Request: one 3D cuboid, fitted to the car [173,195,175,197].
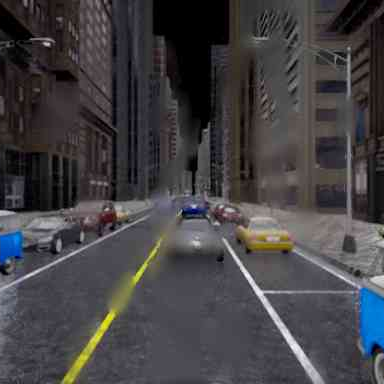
[{"bbox_3d":[-5.537,1.960,75.444,1.887,1.381,4.507,0,0,0],"label":"car"}]

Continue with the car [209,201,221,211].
[{"bbox_3d":[2.852,1.741,30.485,1.802,1.307,4.206,0,0,0],"label":"car"}]

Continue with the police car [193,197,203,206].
[{"bbox_3d":[1.096,1.785,65.755,1.930,1.638,5.238,0,0,0],"label":"police car"}]

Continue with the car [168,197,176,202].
[{"bbox_3d":[-5.486,2.096,92.298,1.802,1.307,4.206,0,0,0],"label":"car"}]

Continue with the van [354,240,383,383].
[{"bbox_3d":[2.767,1.354,2.392,1.690,1.788,3.998,0,0,0],"label":"van"}]

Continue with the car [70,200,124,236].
[{"bbox_3d":[-5.707,1.416,19.262,2.192,1.841,5.009,0,0,0],"label":"car"}]

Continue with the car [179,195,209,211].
[{"bbox_3d":[0.183,1.383,30.816,2.150,2.045,5.566,0,0,0],"label":"car"}]

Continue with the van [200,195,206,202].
[{"bbox_3d":[3.039,1.856,92.291,1.690,1.788,3.998,0,0,0],"label":"van"}]

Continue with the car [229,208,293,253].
[{"bbox_3d":[2.802,1.598,13.799,1.752,1.417,4.829,0,0,0],"label":"car"}]

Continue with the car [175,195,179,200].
[{"bbox_3d":[-2.763,1.576,79.089,2.128,1.511,4.902,0,0,0],"label":"car"}]

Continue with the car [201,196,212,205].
[{"bbox_3d":[2.971,1.698,69.817,2.192,1.841,5.009,0,0,0],"label":"car"}]

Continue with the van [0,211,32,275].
[{"bbox_3d":[-5.741,1.383,8.026,1.690,1.788,3.998,0,0,0],"label":"van"}]

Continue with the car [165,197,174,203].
[{"bbox_3d":[-5.520,2.014,81.062,1.947,1.339,4.313,0,0,0],"label":"car"}]

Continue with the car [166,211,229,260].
[{"bbox_3d":[0.119,1.631,12.670,1.994,1.385,4.181,0,0,0],"label":"car"}]

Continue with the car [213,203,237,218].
[{"bbox_3d":[2.835,1.712,24.866,1.802,1.307,4.206,0,0,0],"label":"car"}]

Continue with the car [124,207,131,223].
[{"bbox_3d":[-5.690,1.654,24.710,1.752,1.417,4.829,0,0,0],"label":"car"}]

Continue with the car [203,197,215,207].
[{"bbox_3d":[2.937,1.758,58.579,1.967,1.590,4.097,0,0,0],"label":"car"}]

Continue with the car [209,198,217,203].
[{"bbox_3d":[2.869,1.716,36.274,1.752,1.417,4.829,0,0,0],"label":"car"}]

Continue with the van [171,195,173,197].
[{"bbox_3d":[-5.554,1.724,69.827,1.690,1.788,3.998,0,0,0],"label":"van"}]

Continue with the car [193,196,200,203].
[{"bbox_3d":[1.098,1.909,81.835,1.801,1.575,5.366,0,0,0],"label":"car"}]

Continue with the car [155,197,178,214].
[{"bbox_3d":[-2.982,1.680,38.337,1.882,1.535,5.008,0,0,0],"label":"car"}]

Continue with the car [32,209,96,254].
[{"bbox_3d":[-5.724,1.622,13.643,2.008,1.369,4.403,0,0,0],"label":"car"}]

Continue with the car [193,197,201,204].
[{"bbox_3d":[1.112,1.874,75.835,1.801,1.575,5.366,0,0,0],"label":"car"}]
